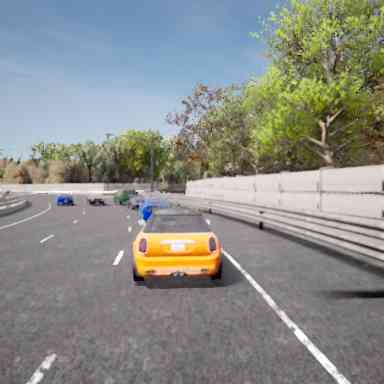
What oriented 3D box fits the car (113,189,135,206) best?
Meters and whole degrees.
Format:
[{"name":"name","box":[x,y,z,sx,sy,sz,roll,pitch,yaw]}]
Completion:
[{"name":"car","box":[-8.503,0.606,42.261,2.150,2.045,5.566,0,1,-23]}]

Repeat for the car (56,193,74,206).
[{"name":"car","box":[-16.256,0.873,42.479,1.882,1.535,5.008,0,1,-24]}]

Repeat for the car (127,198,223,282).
[{"name":"car","box":[-0.482,1.213,9.510,2.097,1.767,4.553,0,1,-5]}]

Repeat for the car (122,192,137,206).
[{"name":"car","box":[-5.537,1.044,34.236,2.033,1.411,5.357,0,1,-18]}]

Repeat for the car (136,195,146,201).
[{"name":"car","box":[-2.515,1.144,22.496,1.882,1.535,5.008,0,1,-13]}]

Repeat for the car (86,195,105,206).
[{"name":"car","box":[-12.228,0.995,42.018,1.895,1.301,4.718,0,1,-23]}]
